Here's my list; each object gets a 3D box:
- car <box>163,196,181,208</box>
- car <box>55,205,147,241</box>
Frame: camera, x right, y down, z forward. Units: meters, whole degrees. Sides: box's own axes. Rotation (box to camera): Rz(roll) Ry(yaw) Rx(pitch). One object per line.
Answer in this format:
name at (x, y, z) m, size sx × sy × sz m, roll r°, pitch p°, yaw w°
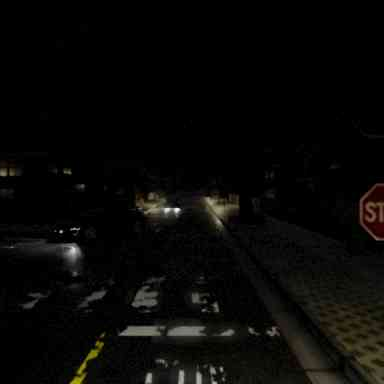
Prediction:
car at (-2.413, 1.231, 41.525) m, size 1.994 × 1.385 × 4.181 m, roll 0°, pitch 1°, yaw 0°
car at (-4.305, 1.452, 16.491) m, size 1.837 × 1.490 × 4.892 m, roll 5°, pitch 3°, yaw 35°
